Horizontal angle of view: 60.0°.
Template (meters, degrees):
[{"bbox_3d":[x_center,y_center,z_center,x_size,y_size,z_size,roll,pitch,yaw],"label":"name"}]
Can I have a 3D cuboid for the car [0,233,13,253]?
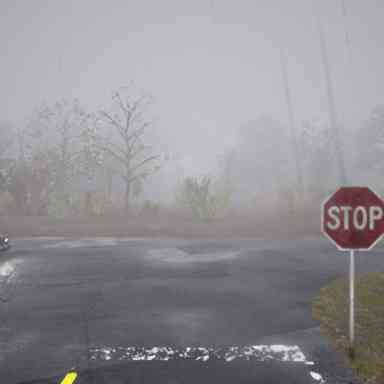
[{"bbox_3d":[-8.938,1.548,11.106,5.357,1.411,2.033,0,0,8],"label":"car"}]
